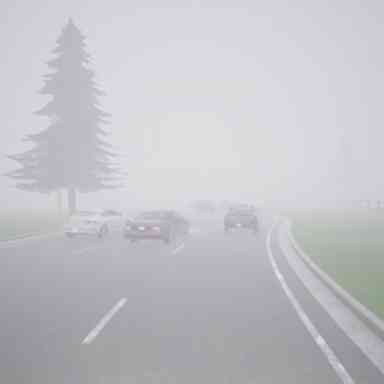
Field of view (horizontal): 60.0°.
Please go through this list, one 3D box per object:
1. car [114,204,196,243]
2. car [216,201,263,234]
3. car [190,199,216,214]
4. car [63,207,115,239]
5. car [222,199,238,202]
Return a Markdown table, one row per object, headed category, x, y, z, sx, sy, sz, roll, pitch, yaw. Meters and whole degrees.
| category | x | y | z | sx | sy | sz | roll | pitch | yaw |
| --- | --- | --- | --- | --- | --- | --- | --- | --- | --- |
| car | -1.490 | 1.544 | 16.049 | 2.033 | 1.411 | 5.357 | 0 | 0 | 13 |
| car | 3.038 | 1.495 | 19.409 | 2.128 | 1.511 | 4.902 | 0 | 0 | 15 |
| car | 0.983 | 1.504 | 36.031 | 1.837 | 1.490 | 4.892 | 2 | -1 | -17 |
| car | -4.732 | 1.516 | 17.146 | 1.812 | 1.442 | 4.674 | 0 | 0 | 13 |
| car | 4.203 | 1.530 | 37.158 | 1.812 | 1.442 | 4.674 | 1 | 0 | -18 |
